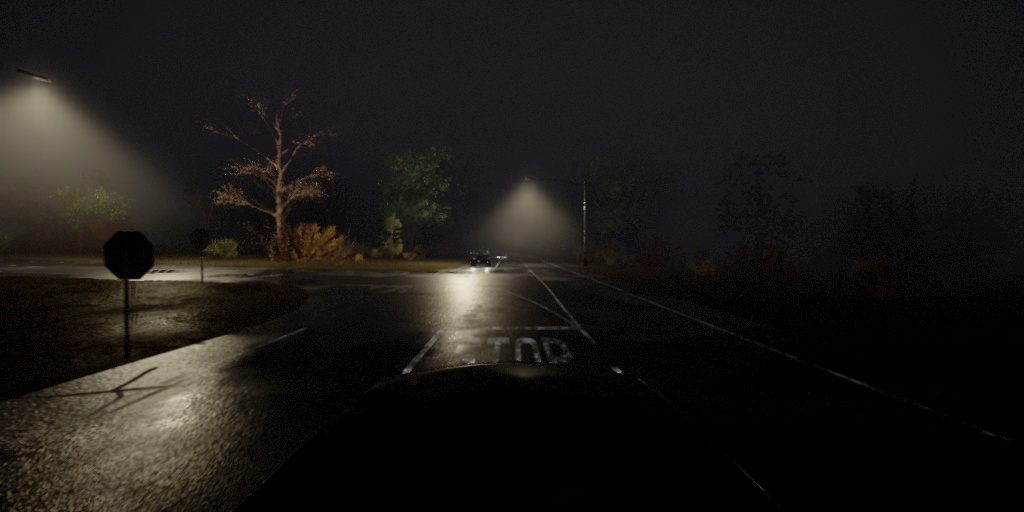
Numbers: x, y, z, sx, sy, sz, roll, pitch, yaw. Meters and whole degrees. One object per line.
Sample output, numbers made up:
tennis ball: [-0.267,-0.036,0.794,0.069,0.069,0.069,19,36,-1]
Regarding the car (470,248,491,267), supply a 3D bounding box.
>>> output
car: [-3.551,0.155,41.221,2.150,2.045,5.566,0,1,0]
